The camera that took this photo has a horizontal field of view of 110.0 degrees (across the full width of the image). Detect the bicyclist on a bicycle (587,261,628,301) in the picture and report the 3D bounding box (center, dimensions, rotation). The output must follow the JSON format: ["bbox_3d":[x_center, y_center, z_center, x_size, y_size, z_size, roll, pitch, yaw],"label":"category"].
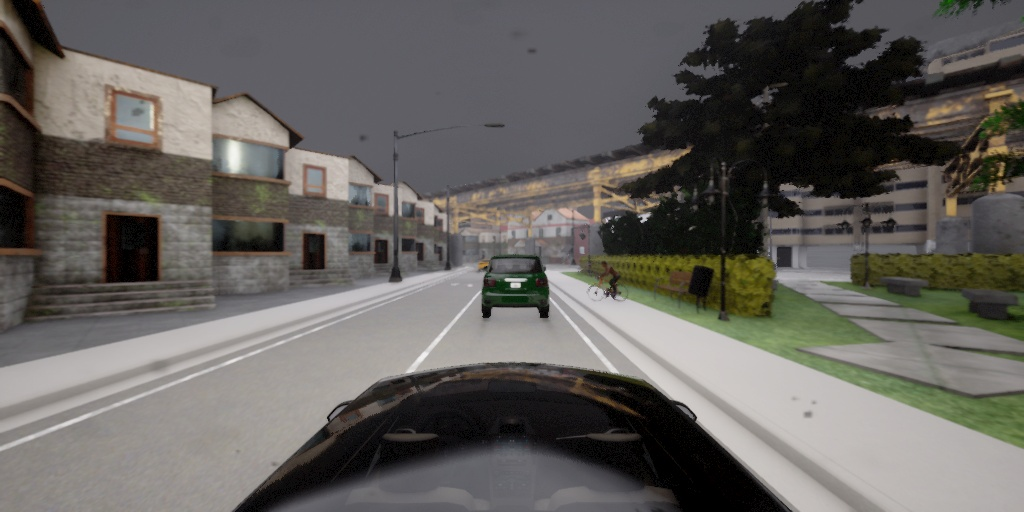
[{"bbox_3d":[3.843,1.025,14.374,1.656,1.620,0.582,0,0,0],"label":"bicyclist on a bicycle"}]

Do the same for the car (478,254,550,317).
[{"bbox_3d":[0.108,0.944,13.128,2.150,2.045,5.566,0,0,0],"label":"car"}]

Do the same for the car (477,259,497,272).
[{"bbox_3d":[-3.034,1.127,44.897,1.882,1.535,5.008,0,0,4],"label":"car"}]
